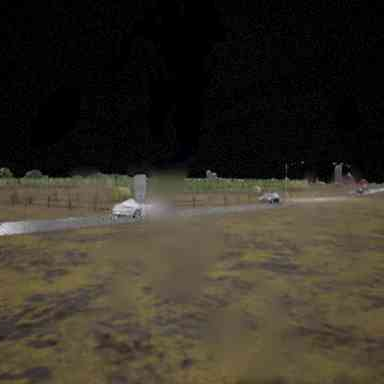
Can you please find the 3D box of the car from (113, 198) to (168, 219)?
[{"bbox_3d":[-3.739,1.195,24.597,1.812,1.442,4.674,-1,0,35],"label":"car"}]

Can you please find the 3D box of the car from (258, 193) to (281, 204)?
[{"bbox_3d":[11.971,0.932,51.367,2.097,1.767,4.553,-1,0,35],"label":"car"}]
